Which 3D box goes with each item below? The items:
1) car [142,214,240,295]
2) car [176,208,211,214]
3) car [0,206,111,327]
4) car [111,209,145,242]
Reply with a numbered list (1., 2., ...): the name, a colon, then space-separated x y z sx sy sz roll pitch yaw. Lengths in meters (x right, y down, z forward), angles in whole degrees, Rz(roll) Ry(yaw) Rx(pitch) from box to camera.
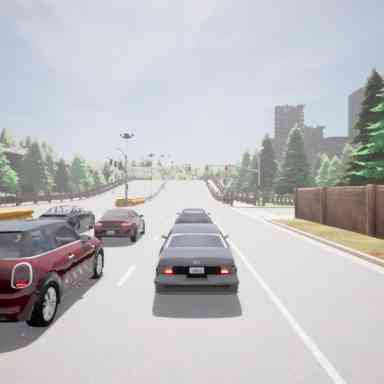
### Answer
1. car: 0.091 1.547 8.883 2.033 1.411 5.357 0 0 0
2. car: 0.084 1.564 18.124 1.994 1.385 4.181 0 0 0
3. car: -3.408 1.352 7.175 2.097 1.767 4.553 0 0 0
4. car: -3.418 1.526 16.169 1.812 1.442 4.674 0 0 -1
